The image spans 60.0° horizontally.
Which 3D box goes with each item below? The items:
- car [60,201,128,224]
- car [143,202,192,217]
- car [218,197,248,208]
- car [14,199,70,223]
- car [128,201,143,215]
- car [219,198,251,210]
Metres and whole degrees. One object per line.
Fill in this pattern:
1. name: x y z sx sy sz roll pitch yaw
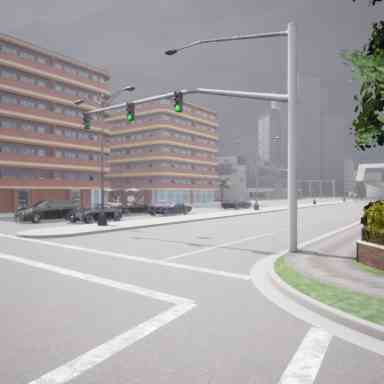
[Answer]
1. car: -7.249 1.564 24.926 1.994 1.385 4.181 0 0 36
2. car: -2.091 1.601 32.005 1.895 1.301 4.718 0 0 36
3. car: 6.103 1.548 49.154 2.033 1.411 5.357 0 0 36
4. car: -11.107 1.352 25.582 2.097 1.767 4.553 0 0 36
5. car: -5.838 1.601 32.813 1.895 1.301 4.718 0 0 36
6. car: 5.690 1.600 42.676 1.895 1.301 4.718 0 0 36
